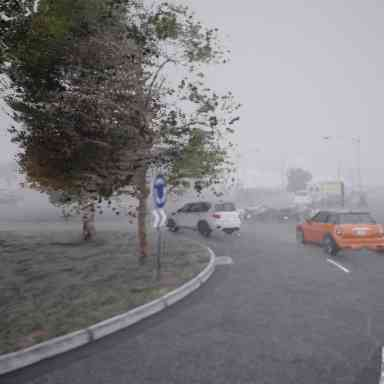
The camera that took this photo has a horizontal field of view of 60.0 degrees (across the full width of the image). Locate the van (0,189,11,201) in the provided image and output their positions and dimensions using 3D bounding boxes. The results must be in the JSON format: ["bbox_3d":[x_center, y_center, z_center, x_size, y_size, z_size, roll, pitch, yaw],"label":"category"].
[{"bbox_3d":[-34.861,0.498,58.945,1.878,1.987,4.442,5,3,35],"label":"van"}]

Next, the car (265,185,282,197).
[{"bbox_3d":[13.797,0.173,62.443,4.792,1.488,2.163,-3,2,16],"label":"car"}]

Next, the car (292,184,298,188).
[{"bbox_3d":[18.889,-0.417,69.687,5.008,1.535,2.097,-3,2,15],"label":"car"}]

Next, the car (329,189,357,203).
[{"bbox_3d":[17.340,0.837,39.235,2.128,1.511,4.902,-2,3,39],"label":"car"}]

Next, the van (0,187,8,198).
[{"bbox_3d":[-38.143,0.138,64.072,1.878,1.987,4.442,4,3,35],"label":"van"}]

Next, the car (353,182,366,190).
[{"bbox_3d":[33.930,-1.222,67.208,1.812,1.442,4.674,-1,3,33],"label":"car"}]

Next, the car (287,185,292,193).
[{"bbox_3d":[17.224,-0.193,67.262,4.674,1.452,2.002,-3,2,15],"label":"car"}]

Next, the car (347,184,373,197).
[{"bbox_3d":[24.640,0.062,48.661,1.882,1.535,5.008,-2,3,37],"label":"car"}]

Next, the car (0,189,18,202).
[{"bbox_3d":[-33.108,0.650,56.552,2.435,2.045,5.566,5,3,35],"label":"car"}]

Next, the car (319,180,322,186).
[{"bbox_3d":[31.408,-1.816,89.696,5.008,1.535,2.097,-3,2,11],"label":"car"}]

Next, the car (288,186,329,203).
[{"bbox_3d":[14.094,0.725,40.010,2.150,2.045,5.566,-2,3,40],"label":"car"}]

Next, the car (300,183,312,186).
[{"bbox_3d":[25.315,-1.134,79.573,4.892,1.521,2.231,-3,2,13],"label":"car"}]

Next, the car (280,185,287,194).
[{"bbox_3d":[15.541,-0.046,64.833,4.892,1.521,2.231,-3,2,16],"label":"car"}]

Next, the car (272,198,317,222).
[{"bbox_3d":[8.936,1.679,28.665,1.837,1.490,4.892,-2,2,35],"label":"car"}]

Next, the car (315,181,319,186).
[{"bbox_3d":[29.898,-1.650,87.153,5.008,1.535,2.097,-3,2,11],"label":"car"}]

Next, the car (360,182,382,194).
[{"bbox_3d":[30.545,-0.545,56.861,2.128,1.511,4.902,-2,3,34],"label":"car"}]

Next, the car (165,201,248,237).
[{"bbox_3d":[0.538,1.590,20.748,2.150,2.045,5.566,1,-2,-37],"label":"car"}]

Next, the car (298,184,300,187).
[{"bbox_3d":[20.487,-0.723,72.144,4.553,1.767,2.185,-3,2,14],"label":"car"}]

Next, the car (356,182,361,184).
[{"bbox_3d":[28.121,-0.498,58.628,1.882,1.535,5.008,-2,3,34],"label":"car"}]

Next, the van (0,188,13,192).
[{"bbox_3d":[-31.330,0.853,54.213,1.878,1.987,4.442,4,3,35],"label":"van"}]

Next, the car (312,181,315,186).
[{"bbox_3d":[26.868,-1.309,82.086,4.892,1.521,2.231,-3,2,12],"label":"car"}]

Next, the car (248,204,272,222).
[{"bbox_3d":[6.099,1.800,29.857,1.812,1.442,4.674,-2,1,35],"label":"car"}]

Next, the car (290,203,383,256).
[{"bbox_3d":[6.098,1.526,14.167,2.097,1.767,4.553,-1,-1,-1],"label":"car"}]

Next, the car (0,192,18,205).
[{"bbox_3d":[-29.709,1.257,51.659,2.097,1.535,5.008,4,3,35],"label":"car"}]

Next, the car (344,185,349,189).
[{"bbox_3d":[22.024,0.165,50.175,2.128,1.511,4.902,-2,3,37],"label":"car"}]
